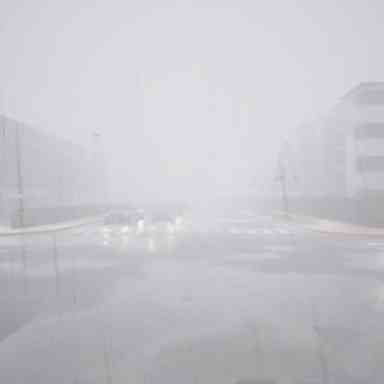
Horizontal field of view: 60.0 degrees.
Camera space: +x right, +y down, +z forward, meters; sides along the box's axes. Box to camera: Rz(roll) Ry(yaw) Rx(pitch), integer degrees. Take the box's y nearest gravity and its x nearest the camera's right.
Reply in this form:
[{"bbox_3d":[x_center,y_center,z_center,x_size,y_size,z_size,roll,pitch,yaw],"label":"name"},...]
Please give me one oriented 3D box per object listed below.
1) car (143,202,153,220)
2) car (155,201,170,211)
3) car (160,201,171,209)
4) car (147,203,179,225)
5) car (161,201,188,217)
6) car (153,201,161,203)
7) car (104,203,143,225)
[{"bbox_3d":[-5.522,2.008,34.073,1.812,1.442,4.674,-1,-1,2],"label":"car"},{"bbox_3d":[-4.848,2.236,55.426,2.128,1.511,4.902,-1,-1,1],"label":"car"},{"bbox_3d":[-4.977,2.400,62.586,1.812,1.442,4.674,0,-1,-7],"label":"car"},{"bbox_3d":[-2.306,1.901,27.938,1.812,1.442,4.674,-1,-1,0],"label":"car"},{"bbox_3d":[-1.968,1.994,38.221,2.128,1.511,4.902,-1,-1,2],"label":"car"},{"bbox_3d":[-5.248,2.101,44.322,2.128,1.511,4.902,-1,-1,2],"label":"car"},{"bbox_3d":[-5.850,1.763,28.094,2.097,1.767,4.553,-1,-1,2],"label":"car"}]
